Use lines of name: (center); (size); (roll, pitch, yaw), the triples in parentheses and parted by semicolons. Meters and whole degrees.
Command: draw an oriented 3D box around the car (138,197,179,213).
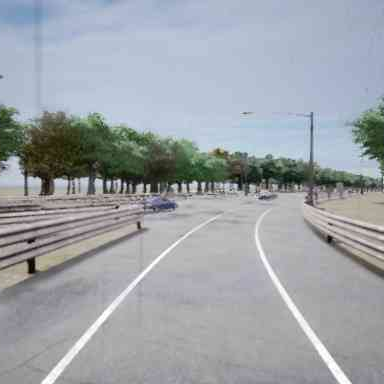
car: (-3.193, 1.181, 32.138); (1.812, 1.442, 4.674); (1, 2, 34)

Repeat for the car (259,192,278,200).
car: (13.025, 0.708, 56.385); (1.895, 1.301, 4.718); (1, 2, 34)

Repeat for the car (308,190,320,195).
car: (29.778, 0.100, 81.375); (2.033, 1.411, 5.357); (1, 1, 34)
